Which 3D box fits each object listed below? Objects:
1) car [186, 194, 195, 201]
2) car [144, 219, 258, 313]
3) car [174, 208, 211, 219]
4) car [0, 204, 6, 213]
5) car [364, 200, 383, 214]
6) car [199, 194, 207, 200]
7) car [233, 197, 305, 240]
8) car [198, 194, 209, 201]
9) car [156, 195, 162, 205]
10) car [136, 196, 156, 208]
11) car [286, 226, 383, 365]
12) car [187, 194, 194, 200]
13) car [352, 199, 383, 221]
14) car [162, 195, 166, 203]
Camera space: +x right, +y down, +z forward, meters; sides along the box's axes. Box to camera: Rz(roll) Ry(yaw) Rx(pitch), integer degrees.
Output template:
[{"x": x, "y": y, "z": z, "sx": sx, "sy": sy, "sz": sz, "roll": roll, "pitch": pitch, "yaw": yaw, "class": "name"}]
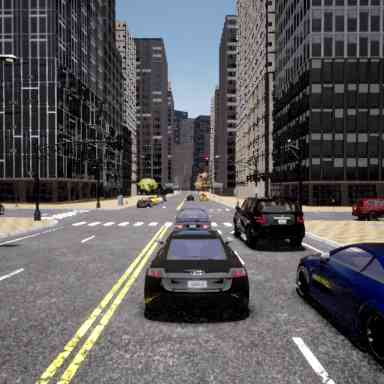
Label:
[{"x": -0.351, "y": 1.426, "z": 79.386, "sx": 1.837, "sy": 1.490, "sz": 4.892, "roll": 0, "pitch": 0, "yaw": 0, "class": "car"}, {"x": 0.068, "y": 1.560, "z": 7.756, "sx": 1.994, "sy": 1.385, "sz": 4.181, "roll": 0, "pitch": 0, "yaw": -1, "class": "car"}, {"x": 0.025, "y": 1.538, "z": 16.978, "sx": 2.033, "sy": 1.411, "sz": 5.357, "roll": 0, "pitch": 0, "yaw": 0, "class": "car"}, {"x": -19.939, "y": 1.345, "z": 30.916, "sx": 4.892, "sy": 1.490, "sz": 1.837, "roll": 1, "pitch": 1, "yaw": 1, "class": "car"}, {"x": 21.650, "y": 1.643, "z": 36.204, "sx": 4.829, "sy": 1.417, "sz": 1.752, "roll": 1, "pitch": 0, "yaw": 1, "class": "car"}, {"x": 2.857, "y": 1.243, "z": 89.041, "sx": 1.837, "sy": 1.490, "sz": 4.892, "roll": 0, "pitch": 0, "yaw": 0, "class": "car"}, {"x": 3.308, "y": 1.213, "z": 15.207, "sx": 2.150, "sy": 2.045, "sz": 5.566, "roll": 0, "pitch": 0, "yaw": -2, "class": "car"}, {"x": 2.903, "y": 1.396, "z": 78.624, "sx": 1.882, "sy": 1.535, "sz": 5.008, "roll": 0, "pitch": 0, "yaw": 0, "class": "car"}, {"x": -6.835, "y": 1.433, "z": 57.082, "sx": 1.882, "sy": 1.535, "sz": 5.008, "roll": 0, "pitch": 0, "yaw": 0, "class": "car"}, {"x": -6.803, "y": 1.530, "z": 48.153, "sx": 1.994, "sy": 1.385, "sz": 4.181, "roll": 0, "pitch": 0, "yaw": 0, "class": "car"}, {"x": 3.334, "y": 1.561, "z": 5.786, "sx": 1.994, "sy": 1.385, "sz": 4.181, "roll": 0, "pitch": 0, "yaw": -1, "class": "car"}, {"x": -0.395, "y": 1.387, "z": 89.445, "sx": 1.882, "sy": 1.535, "sz": 5.008, "roll": 0, "pitch": 0, "yaw": 0, "class": "car"}, {"x": 16.078, "y": 1.520, "z": 27.892, "sx": 5.009, "sy": 1.841, "sz": 2.192, "roll": 1, "pitch": 0, "yaw": 1, "class": "car"}, {"x": -6.824, "y": 1.469, "z": 66.530, "sx": 1.812, "sy": 1.442, "sz": 4.674, "roll": 0, "pitch": 0, "yaw": 0, "class": "car"}]
